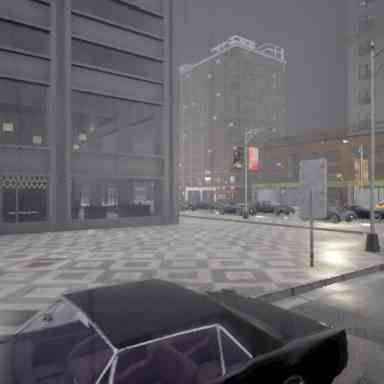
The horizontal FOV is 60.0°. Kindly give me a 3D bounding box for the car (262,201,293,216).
[{"bbox_3d":[8.018,1.632,34.519,2.033,1.411,5.357,0,0,-36],"label":"car"}]

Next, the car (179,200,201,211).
[{"bbox_3d":[-1.286,1.687,41.885,1.994,1.385,4.181,0,0,-35],"label":"car"}]

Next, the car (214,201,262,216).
[{"bbox_3d":[4.583,1.654,33.738,1.994,1.385,4.181,0,0,-36],"label":"car"}]

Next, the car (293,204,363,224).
[{"bbox_3d":[10.394,1.616,25.680,1.994,1.385,4.181,0,0,-36],"label":"car"}]

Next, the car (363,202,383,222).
[{"bbox_3d":[13.665,1.648,26.698,1.895,1.301,4.718,0,0,-36],"label":"car"}]

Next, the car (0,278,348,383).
[{"bbox_3d":[-0.781,1.601,2.820,4.718,1.301,1.895,0,0,-35],"label":"car"}]

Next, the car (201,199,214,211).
[{"bbox_3d":[2.045,1.667,42.806,2.033,1.411,5.357,0,0,-36],"label":"car"}]
